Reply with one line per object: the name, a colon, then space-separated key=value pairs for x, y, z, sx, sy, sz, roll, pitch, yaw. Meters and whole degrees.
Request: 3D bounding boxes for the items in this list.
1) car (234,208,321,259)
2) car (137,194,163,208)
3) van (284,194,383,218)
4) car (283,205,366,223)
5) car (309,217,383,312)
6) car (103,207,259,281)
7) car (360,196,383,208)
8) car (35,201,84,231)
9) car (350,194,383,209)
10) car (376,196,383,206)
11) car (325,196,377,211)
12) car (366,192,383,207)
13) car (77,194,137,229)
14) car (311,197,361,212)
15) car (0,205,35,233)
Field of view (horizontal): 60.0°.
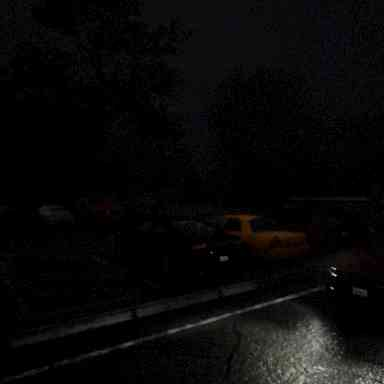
car: x=1.506 y=1.435 z=11.775 sx=1.946 sy=1.575 sz=5.366 roll=0 pitch=0 yaw=-36
car: x=-3.994 y=1.182 z=23.659 sx=2.435 sy=2.045 sz=5.566 roll=0 pitch=0 yaw=-36
van: x=6.242 y=1.199 z=14.790 sx=1.878 sy=1.987 sz=4.442 roll=0 pitch=0 yaw=-36
car: x=3.877 y=1.461 z=13.278 sx=2.163 sy=1.488 sz=4.792 roll=0 pitch=0 yaw=-36
car: x=4.934 y=1.447 z=7.201 sx=5.008 sy=1.535 sz=1.882 roll=0 pitch=0 yaw=-35
car: x=-0.661 y=1.446 z=9.991 sx=2.097 sy=1.535 sz=5.008 roll=0 pitch=0 yaw=-36
car: x=25.558 y=1.376 z=44.787 sx=2.163 sy=1.488 sz=4.792 roll=0 pitch=0 yaw=-36
car: x=-8.539 y=1.488 z=20.441 sx=2.002 sy=1.452 sz=4.674 roll=0 pitch=0 yaw=-36
car: x=23.263 y=1.227 z=43.220 sx=2.185 sy=1.767 sz=4.553 roll=0 pitch=0 yaw=-36
car: x=29.949 y=1.330 z=48.191 sx=1.946 sy=1.575 sz=5.366 roll=0 pitch=0 yaw=-36
car: x=18.874 y=1.363 z=39.817 sx=1.946 sy=1.575 sz=5.366 roll=0 pitch=0 yaw=-36
car: x=27.781 y=1.088 z=46.448 sx=2.435 sy=2.045 sz=5.566 roll=0 pitch=0 yaw=-36
car: x=-6.159 y=1.188 z=22.110 sx=2.435 sy=2.045 sz=5.566 roll=0 pitch=0 yaw=-36
car: x=16.505 y=1.374 z=38.357 sx=2.231 sy=1.521 sz=4.892 roll=0 pitch=0 yaw=-36
car: x=-10.702 y=1.459 z=18.891 sx=2.097 sy=1.535 sz=5.008 roll=0 pitch=0 yaw=-36
